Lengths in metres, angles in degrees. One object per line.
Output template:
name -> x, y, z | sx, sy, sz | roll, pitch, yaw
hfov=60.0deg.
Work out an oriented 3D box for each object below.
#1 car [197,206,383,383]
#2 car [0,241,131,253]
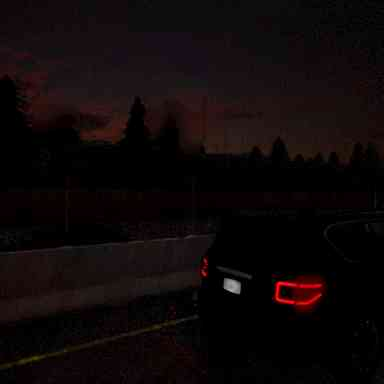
car -> 2.679, 1.269, 5.658 | 5.566, 2.045, 2.150 | 0, 0, -35
car -> -3.807, 1.583, 9.874 | 4.181, 1.385, 1.994 | 1, 0, -35
